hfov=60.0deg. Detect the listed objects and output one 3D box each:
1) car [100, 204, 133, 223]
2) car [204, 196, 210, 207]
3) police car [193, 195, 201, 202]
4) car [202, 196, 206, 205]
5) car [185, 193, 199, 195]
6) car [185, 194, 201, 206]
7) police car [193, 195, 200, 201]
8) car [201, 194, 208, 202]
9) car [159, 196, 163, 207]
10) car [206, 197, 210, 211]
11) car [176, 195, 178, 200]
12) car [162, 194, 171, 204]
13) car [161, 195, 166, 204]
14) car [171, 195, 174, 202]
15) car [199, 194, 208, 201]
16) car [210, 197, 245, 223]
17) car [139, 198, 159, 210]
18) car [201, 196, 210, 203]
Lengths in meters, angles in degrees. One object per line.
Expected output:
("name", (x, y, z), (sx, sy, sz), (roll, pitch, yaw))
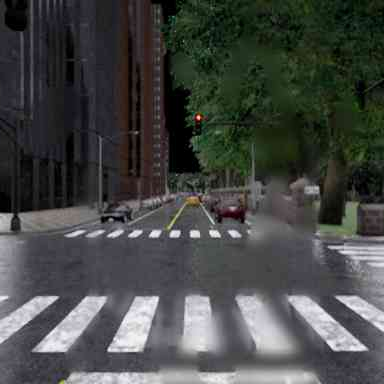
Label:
("car", (-5.697, 1.576, 25.557), (1.947, 1.339, 4.313), (0, 0, 0))
("car", (2.871, 1.578, 41.913), (2.008, 1.369, 4.403), (0, 0, 0))
("police car", (1.099, 1.493, 76.315), (1.930, 1.638, 5.238), (0, 0, 0))
("car", (2.885, 1.584, 47.370), (2.008, 1.369, 4.403), (0, 0, 0))
("car", (0.171, 1.275, 65.703), (2.150, 2.045, 5.566), (0, 0, 0))
("car", (0.195, 1.520, 55.577), (1.882, 1.535, 5.008), (0, 0, 0))
("police car", (1.106, 1.509, 86.315), (1.930, 1.638, 5.238), (0, 0, 0))
("car", (2.900, 1.480, 52.826), (1.967, 1.590, 4.097), (0, 0, 0))
("car", (-5.640, 1.615, 47.385), (1.802, 1.307, 4.206), (0, 0, 0))
("car", (2.857, 1.587, 36.456), (1.947, 1.339, 4.313), (0, 0, 0))
("car", (-5.526, 1.531, 91.041), (1.967, 1.590, 4.097), (0, 0, 0))
("car", (-5.597, 1.633, 63.756), (1.802, 1.307, 4.206), (0, 0, 0))
("car", (-5.626, 1.621, 52.842), (1.802, 1.307, 4.206), (0, 0, 0))
("car", (-5.583, 1.373, 69.213), (2.192, 1.841, 5.009), (0, 0, 0))
("car", (2.985, 1.397, 85.566), (2.192, 1.841, 5.009), (0, 0, 0))
("car", (2.828, 1.325, 25.544), (2.192, 1.841, 5.009), (0, 0, 0))
("car", (-5.654, 1.578, 41.928), (2.008, 1.369, 4.403), (0, 0, 0))
("car", (2.957, 1.591, 74.822), (1.752, 1.417, 4.829), (0, 0, 0))
